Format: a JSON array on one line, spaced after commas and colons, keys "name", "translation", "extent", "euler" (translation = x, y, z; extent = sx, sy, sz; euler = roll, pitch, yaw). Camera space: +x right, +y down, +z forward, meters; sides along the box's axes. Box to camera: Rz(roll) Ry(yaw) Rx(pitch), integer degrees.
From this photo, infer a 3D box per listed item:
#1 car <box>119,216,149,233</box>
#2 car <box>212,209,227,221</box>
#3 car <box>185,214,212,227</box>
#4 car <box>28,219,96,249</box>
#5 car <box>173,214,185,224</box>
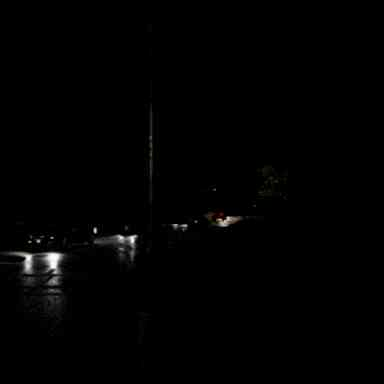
[{"name": "car", "translation": [-5.013, 2.934, 30.489], "extent": [2.128, 1.511, 4.902], "euler": [-1, -3, 12]}, {"name": "car", "translation": [4.830, 4.104, 59.154], "extent": [2.150, 2.045, 5.566], "euler": [-1, -3, 12]}, {"name": "car", "translation": [0.876, 3.505, 40.458], "extent": [1.994, 1.385, 4.181], "euler": [-1, -3, 12]}, {"name": "car", "translation": [-7.364, 2.391, 19.405], "extent": [1.837, 1.490, 4.892], "euler": [-1, -3, 12]}, {"name": "car", "translation": [-1.216, 3.882, 48.174], "extent": [2.033, 1.411, 5.357], "euler": [-1, -3, 12]}]
